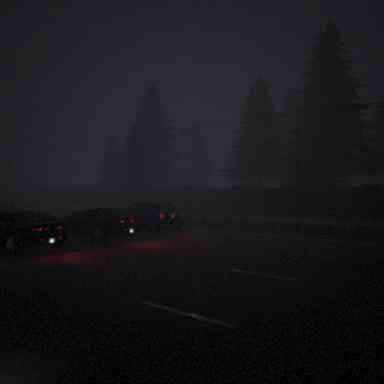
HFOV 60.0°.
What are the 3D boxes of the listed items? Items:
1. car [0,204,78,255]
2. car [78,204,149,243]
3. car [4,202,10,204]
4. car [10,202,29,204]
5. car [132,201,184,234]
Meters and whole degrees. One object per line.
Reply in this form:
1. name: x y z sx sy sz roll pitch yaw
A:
1. car: -6.893 1.437 13.141 4.892 1.490 1.837 1 0 36
2. car: -4.569 1.436 15.778 4.892 1.490 1.837 0 0 36
3. car: -15.333 1.411 23.425 5.357 1.411 2.033 0 0 36
4. car: -14.524 1.456 27.161 4.718 1.301 1.895 0 0 36
5. car: -2.724 1.283 18.766 4.553 1.767 2.097 0 0 36
